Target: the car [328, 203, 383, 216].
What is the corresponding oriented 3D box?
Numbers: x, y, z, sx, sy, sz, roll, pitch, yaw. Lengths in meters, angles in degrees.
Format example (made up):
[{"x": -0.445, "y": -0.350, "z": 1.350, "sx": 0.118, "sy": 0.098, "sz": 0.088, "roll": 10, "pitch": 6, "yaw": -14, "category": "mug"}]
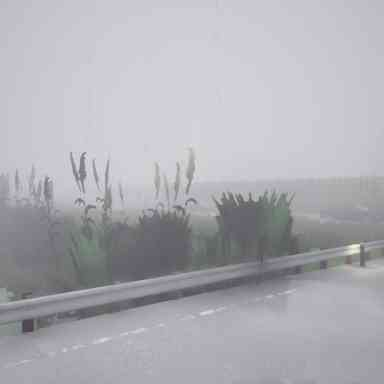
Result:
[{"x": 12.800, "y": 1.690, "z": 26.570, "sx": 1.882, "sy": 1.535, "sz": 5.008, "roll": -1, "pitch": 1, "yaw": -39, "category": "car"}]
